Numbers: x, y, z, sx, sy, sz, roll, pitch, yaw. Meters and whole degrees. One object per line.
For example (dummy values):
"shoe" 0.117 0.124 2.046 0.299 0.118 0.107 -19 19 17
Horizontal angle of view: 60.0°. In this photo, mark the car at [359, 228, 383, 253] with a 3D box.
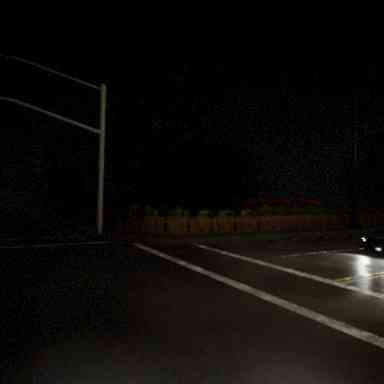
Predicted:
"car" 9.655 1.929 14.458 5.357 1.411 2.033 2 -1 -30
